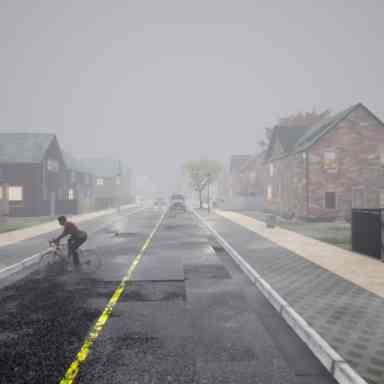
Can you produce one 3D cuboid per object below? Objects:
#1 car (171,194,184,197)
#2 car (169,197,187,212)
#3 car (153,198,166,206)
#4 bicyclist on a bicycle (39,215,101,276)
[{"bbox_3d":[-2.136,1.318,48.986,2.150,2.045,5.566,0,0,-3],"label":"car"},{"bbox_3d":[-1.645,1.575,38.650,1.812,1.442,4.674,0,0,-3],"label":"car"},{"bbox_3d":[-5.412,1.666,56.093,1.812,1.442,4.674,0,-1,-3],"label":"car"},{"bbox_3d":[-3.306,1.454,8.950,1.656,1.620,0.582,-2,0,-3],"label":"bicyclist on a bicycle"}]
